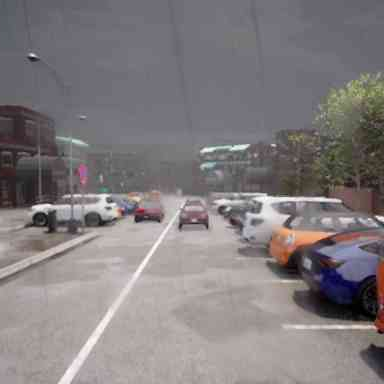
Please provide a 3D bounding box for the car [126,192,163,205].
[{"bbox_3d":[-7.613,1.045,53.995,5.566,2.045,2.435,0,1,0],"label":"car"}]

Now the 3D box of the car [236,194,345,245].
[{"bbox_3d":[4.686,1.204,12.337,5.566,2.045,2.435,0,0,0],"label":"car"}]

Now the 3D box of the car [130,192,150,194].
[{"bbox_3d":[-7.615,1.253,48.224,4.553,1.767,2.185,0,0,0],"label":"car"}]

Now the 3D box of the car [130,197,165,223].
[{"bbox_3d":[-3.078,1.427,24.964,1.882,1.535,5.008,0,0,0],"label":"car"}]

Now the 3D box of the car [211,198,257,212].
[{"bbox_3d":[4.683,1.406,37.479,4.892,1.521,2.231,0,0,0],"label":"car"}]

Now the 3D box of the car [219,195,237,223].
[{"bbox_3d":[4.700,1.301,26.430,4.553,1.767,2.185,0,0,0],"label":"car"}]

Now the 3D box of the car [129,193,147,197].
[{"bbox_3d":[-7.685,1.281,36.467,4.553,1.767,2.185,0,0,0],"label":"car"}]

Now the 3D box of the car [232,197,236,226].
[{"bbox_3d":[4.694,1.318,17.923,4.553,1.767,2.185,0,0,0],"label":"car"}]

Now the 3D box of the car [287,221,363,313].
[{"bbox_3d":[4.683,1.496,6.752,4.792,1.488,2.163,0,0,0],"label":"car"}]

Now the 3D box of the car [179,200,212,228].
[{"bbox_3d":[0.116,1.482,21.610,1.812,1.442,4.674,0,0,0],"label":"car"}]

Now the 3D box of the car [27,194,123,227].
[{"bbox_3d":[-7.693,1.185,21.776,5.566,2.045,2.435,0,0,0],"label":"car"}]

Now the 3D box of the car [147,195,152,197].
[{"bbox_3d":[-7.658,1.402,39.280,4.892,1.521,2.231,0,0,0],"label":"car"}]

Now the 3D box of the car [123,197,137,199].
[{"bbox_3d":[-7.655,1.458,30.591,4.674,1.452,2.002,0,0,0],"label":"car"}]

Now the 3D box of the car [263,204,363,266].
[{"bbox_3d":[4.626,1.335,9.543,4.553,1.767,2.185,0,0,0],"label":"car"}]

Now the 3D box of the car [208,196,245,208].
[{"bbox_3d":[4.689,1.389,45.858,4.892,1.521,2.231,0,0,0],"label":"car"}]

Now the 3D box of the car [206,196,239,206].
[{"bbox_3d":[4.680,1.344,51.460,4.892,1.521,2.231,0,1,0],"label":"car"}]

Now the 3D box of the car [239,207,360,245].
[{"bbox_3d":[4.690,1.479,15.130,4.792,1.488,2.163,0,0,0],"label":"car"}]

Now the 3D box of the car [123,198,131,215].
[{"bbox_3d":[-7.658,1.464,27.528,4.674,1.452,2.002,0,0,0],"label":"car"}]

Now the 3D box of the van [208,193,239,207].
[{"bbox_3d":[4.568,1.150,48.651,4.442,1.987,1.878,0,1,0],"label":"van"}]

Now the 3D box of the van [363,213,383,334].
[{"bbox_3d":[4.769,1.246,3.955,4.442,1.987,1.878,0,0,0],"label":"van"}]

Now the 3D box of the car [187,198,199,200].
[{"bbox_3d":[0.128,1.411,39.601,2.128,1.511,4.902,0,0,0],"label":"car"}]

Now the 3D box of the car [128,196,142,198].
[{"bbox_3d":[-7.685,1.442,33.530,4.792,1.488,2.163,0,0,0],"label":"car"}]

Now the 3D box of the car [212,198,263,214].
[{"bbox_3d":[4.669,1.410,34.687,5.008,1.535,2.097,0,0,0],"label":"car"}]

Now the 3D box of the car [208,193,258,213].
[{"bbox_3d":[4.644,1.164,31.892,5.566,2.045,2.435,0,0,0],"label":"car"}]

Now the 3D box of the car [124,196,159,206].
[{"bbox_3d":[-7.649,1.350,51.055,5.008,1.535,2.097,0,1,0],"label":"car"}]

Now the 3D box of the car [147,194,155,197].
[{"bbox_3d":[-7.835,1.392,42.343,5.366,1.575,1.946,0,0,0],"label":"car"}]
